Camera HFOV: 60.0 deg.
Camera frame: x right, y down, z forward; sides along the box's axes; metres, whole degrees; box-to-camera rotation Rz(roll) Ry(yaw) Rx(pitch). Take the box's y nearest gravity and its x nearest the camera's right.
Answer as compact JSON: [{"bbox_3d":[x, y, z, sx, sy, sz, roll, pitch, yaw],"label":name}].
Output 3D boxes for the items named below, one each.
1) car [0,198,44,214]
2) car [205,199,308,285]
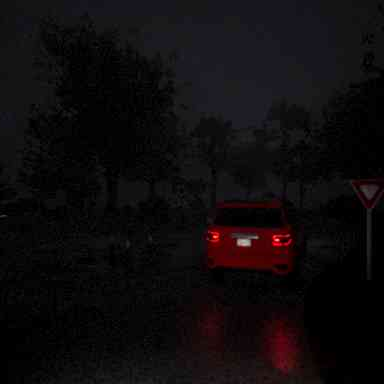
[{"bbox_3d":[-18.130,1.448,34.935,1.882,1.535,5.008,-1,0,33],"label":"car"},{"bbox_3d":[2.114,1.215,9.859,2.150,2.045,5.566,0,0,21],"label":"car"}]
